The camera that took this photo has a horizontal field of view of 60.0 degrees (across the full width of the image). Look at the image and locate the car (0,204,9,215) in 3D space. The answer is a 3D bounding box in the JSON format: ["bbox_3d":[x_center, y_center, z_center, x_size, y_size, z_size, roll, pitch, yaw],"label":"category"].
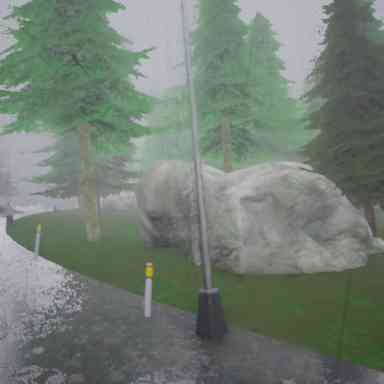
[{"bbox_3d":[-21.770,1.913,36.383,2.128,1.511,4.902,-4,0,-9],"label":"car"}]
